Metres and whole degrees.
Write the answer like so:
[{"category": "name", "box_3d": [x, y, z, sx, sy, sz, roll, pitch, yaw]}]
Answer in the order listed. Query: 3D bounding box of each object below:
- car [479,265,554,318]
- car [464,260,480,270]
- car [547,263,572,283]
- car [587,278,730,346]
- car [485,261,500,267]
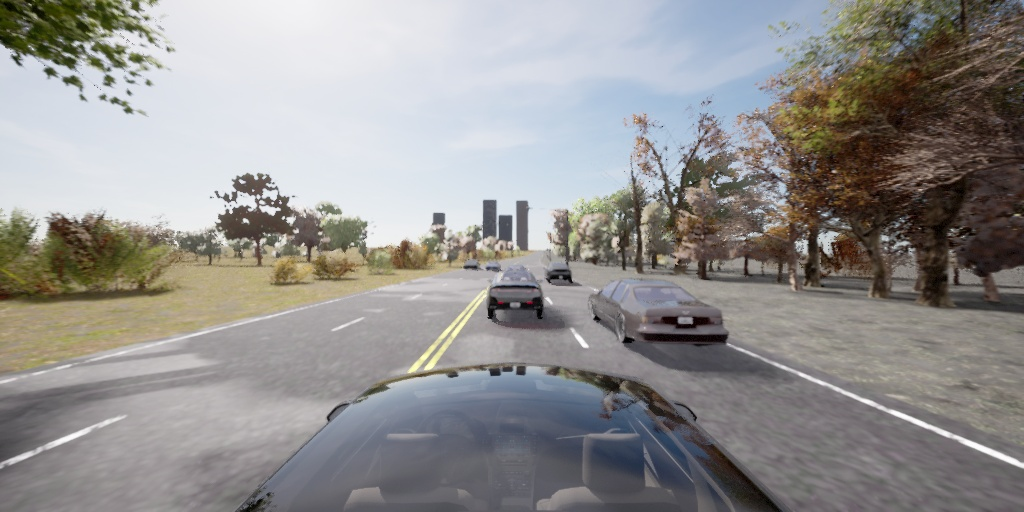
[{"category": "car", "box_3d": [0.125, 1.260, 13.141, 2.128, 1.511, 4.902, 0, 0, 1]}, {"category": "car", "box_3d": [-5.795, 1.270, 52.091, 1.882, 1.535, 5.008, 0, 0, 2]}, {"category": "car", "box_3d": [3.556, 1.278, 28.108, 1.837, 1.490, 4.892, 0, 0, 1]}, {"category": "car", "box_3d": [3.341, 1.282, 9.354, 2.033, 1.411, 5.357, 1, 0, 1]}, {"category": "car", "box_3d": [-2.625, 1.338, 49.812, 2.033, 1.411, 5.357, 0, 0, 2]}]
